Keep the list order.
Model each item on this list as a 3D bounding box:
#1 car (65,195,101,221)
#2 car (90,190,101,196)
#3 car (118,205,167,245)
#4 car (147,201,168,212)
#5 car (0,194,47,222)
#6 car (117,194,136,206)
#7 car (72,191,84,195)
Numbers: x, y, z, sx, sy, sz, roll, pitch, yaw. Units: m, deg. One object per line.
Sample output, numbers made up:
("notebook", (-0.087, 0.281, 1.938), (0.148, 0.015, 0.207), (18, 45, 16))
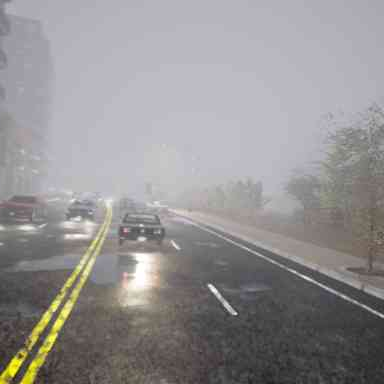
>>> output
("car", (-7.733, 1.200, 23.768), (2.033, 1.411, 5.357), (4, -1, -12))
("car", (-19.886, 0.459, 68.750), (2.097, 1.767, 4.553), (4, 0, -18))
("car", (-2.415, 1.564, 15.366), (1.895, 1.301, 4.718), (4, -1, -12))
("car", (-3.909, 1.643, 36.730), (1.895, 1.301, 4.718), (4, 0, -14))
("car", (-10.380, 0.909, 20.699), (1.882, 1.535, 5.008), (4, -1, -12))
("car", (-6.970, 1.359, 35.689), (2.033, 1.411, 5.357), (4, -1, -14))
("car", (-20.600, 0.520, 60.105), (2.128, 1.511, 4.902), (4, 0, -16))
